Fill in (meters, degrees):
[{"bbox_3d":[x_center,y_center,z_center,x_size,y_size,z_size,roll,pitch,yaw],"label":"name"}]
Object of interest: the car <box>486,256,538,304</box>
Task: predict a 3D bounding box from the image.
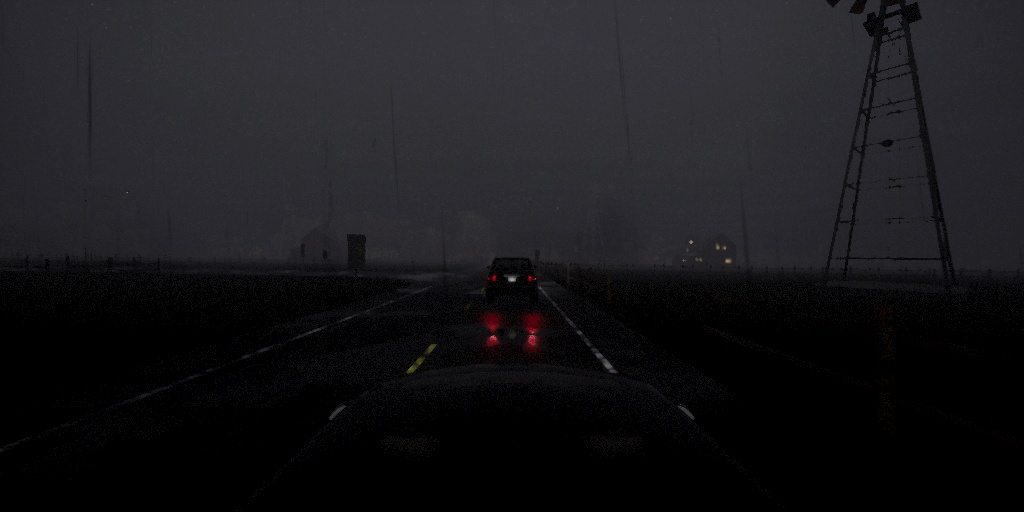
[{"bbox_3d":[0.000,1.003,16.531,2.150,2.045,5.566,0,0,0],"label":"car"}]
